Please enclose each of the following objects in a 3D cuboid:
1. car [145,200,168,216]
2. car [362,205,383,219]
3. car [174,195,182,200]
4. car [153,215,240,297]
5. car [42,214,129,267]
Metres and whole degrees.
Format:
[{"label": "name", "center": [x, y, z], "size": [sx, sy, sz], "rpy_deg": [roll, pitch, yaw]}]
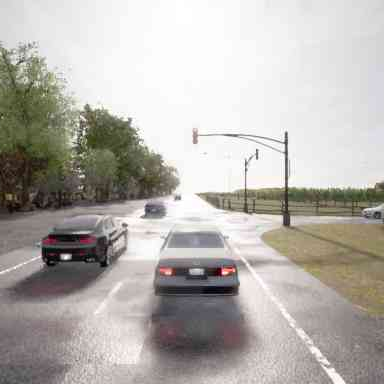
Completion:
[{"label": "car", "center": [-3.475, 1.485, 32.855], "size": [1.882, 1.535, 5.008], "rpy_deg": [0, 0, 0]}, {"label": "car", "center": [18.618, 1.787, 31.461], "size": [4.674, 1.442, 1.812], "rpy_deg": [1, -1, 0]}, {"label": "car", "center": [-3.705, 1.501, 89.117], "size": [1.837, 1.490, 4.892], "rpy_deg": [0, 0, 0]}, {"label": "car", "center": [0.082, 1.550, 8.778], "size": [2.033, 1.411, 5.357], "rpy_deg": [0, 0, 0]}, {"label": "car", "center": [-3.425, 1.508, 11.446], "size": [1.837, 1.490, 4.892], "rpy_deg": [0, 0, 0]}]
